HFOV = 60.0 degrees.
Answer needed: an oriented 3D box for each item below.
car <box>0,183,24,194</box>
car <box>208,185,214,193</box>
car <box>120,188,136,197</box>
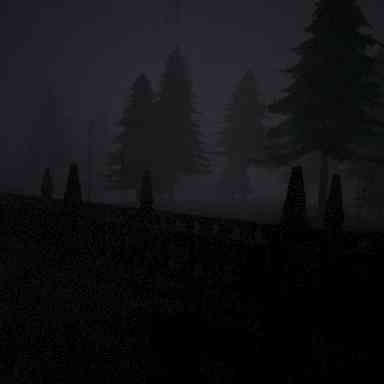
[{"bbox_3d":[-20.906,-0.216,36.184,2.128,1.511,4.902,4,2,37],"label":"car"},{"bbox_3d":[5.391,-0.228,65.148,2.150,2.045,5.566,4,2,37],"label":"car"},{"bbox_3d":[-7.914,0.117,47.432,1.895,1.301,4.718,4,2,37],"label":"car"}]
